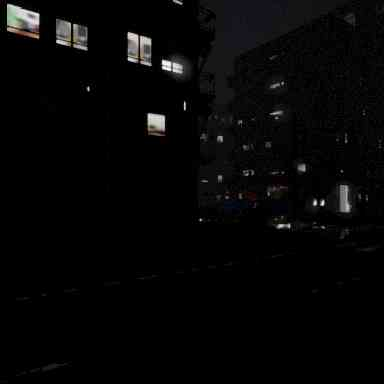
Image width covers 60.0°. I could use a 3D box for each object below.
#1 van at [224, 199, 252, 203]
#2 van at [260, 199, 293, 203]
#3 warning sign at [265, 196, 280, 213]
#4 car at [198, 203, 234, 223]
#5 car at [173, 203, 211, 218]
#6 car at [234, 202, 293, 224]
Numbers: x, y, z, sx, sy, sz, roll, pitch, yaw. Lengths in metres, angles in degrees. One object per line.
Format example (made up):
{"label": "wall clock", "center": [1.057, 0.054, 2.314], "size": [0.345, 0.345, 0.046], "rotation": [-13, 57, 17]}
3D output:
{"label": "van", "center": [5.160, 1.676, 38.077], "size": [1.690, 1.788, 3.998], "rotation": [-1, 0, -36]}
{"label": "van", "center": [8.479, 1.603, 33.564], "size": [1.690, 1.788, 3.998], "rotation": [-1, 0, -36]}
{"label": "warning sign", "center": [8.967, 1.400, 36.953], "size": [1.300, 1.860, 1.060], "rotation": [1, 0, -36]}
{"label": "car", "center": [1.744, 1.875, 28.641], "size": [1.802, 1.307, 4.206], "rotation": [-1, 0, -36]}
{"label": "car", "center": [-0.052, 1.933, 35.413], "size": [1.994, 1.385, 4.181], "rotation": [0, -1, -37]}
{"label": "car", "center": [5.844, 1.802, 27.392], "size": [1.994, 1.385, 4.181], "rotation": [0, -1, -36]}
